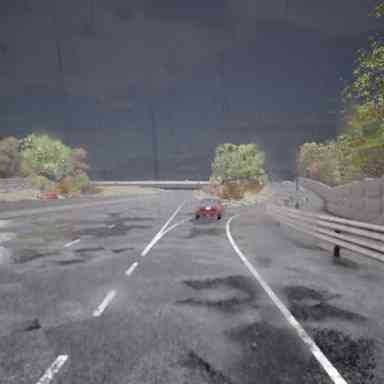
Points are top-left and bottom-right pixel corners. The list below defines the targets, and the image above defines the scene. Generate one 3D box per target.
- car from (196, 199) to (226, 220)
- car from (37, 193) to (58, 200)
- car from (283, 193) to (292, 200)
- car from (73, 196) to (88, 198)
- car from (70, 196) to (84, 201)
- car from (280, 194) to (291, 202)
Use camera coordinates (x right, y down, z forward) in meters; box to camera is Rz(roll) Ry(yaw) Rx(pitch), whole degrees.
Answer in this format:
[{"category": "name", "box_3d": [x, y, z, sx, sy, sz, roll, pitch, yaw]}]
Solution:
[{"category": "car", "box_3d": [1.711, 1.383, 28.826, 2.097, 1.767, 4.553, 1, -1, 11]}, {"category": "car", "box_3d": [-28.009, 1.216, 64.927, 2.150, 2.045, 5.566, 0, 0, 0]}, {"category": "car", "box_3d": [26.308, 1.218, 91.378, 2.128, 1.511, 4.902, 0, 4, 19]}, {"category": "car", "box_3d": [-21.009, 1.531, 64.998, 2.033, 1.411, 5.357, 0, 0, 0]}, {"category": "car", "box_3d": [-28.011, 1.597, 81.177, 1.895, 1.301, 4.718, 0, 0, 0]}, {"category": "car", "box_3d": [22.826, 1.888, 81.933, 1.895, 1.301, 4.718, 0, 3, 20]}]
